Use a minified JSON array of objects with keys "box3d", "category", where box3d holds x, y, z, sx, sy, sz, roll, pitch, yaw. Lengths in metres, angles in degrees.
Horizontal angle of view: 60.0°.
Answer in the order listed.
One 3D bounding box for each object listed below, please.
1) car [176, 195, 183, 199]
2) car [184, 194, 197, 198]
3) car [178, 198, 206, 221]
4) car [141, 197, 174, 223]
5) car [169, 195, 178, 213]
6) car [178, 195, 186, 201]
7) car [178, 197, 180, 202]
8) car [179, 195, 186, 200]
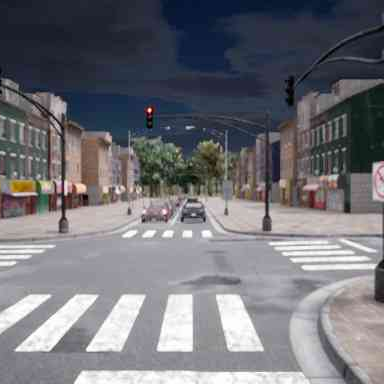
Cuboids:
[{"box3d":[-2.626,1.459,46.672,1.887,1.381,4.507,-1,0,0],"category":"car"},{"box3d":[0.079,1.382,56.206,1.882,1.535,5.008,0,0,0],"category":"car"},{"box3d":[0.098,1.468,26.179,1.812,1.442,4.674,0,0,0],"category":"car"},{"box3d":[-2.636,1.385,24.933,1.967,1.590,4.097,-1,0,0],"category":"car"},{"box3d":[-2.634,1.376,30.368,1.967,1.590,4.097,-1,0,0],"category":"car"},{"box3d":[-2.609,1.450,84.715,1.947,1.339,4.313,-1,0,0],"category":"car"},{"box3d":[-2.630,1.493,35.802,1.947,1.339,4.313,-1,0,0],"category":"car"},{"box3d":[-2.606,1.463,90.150,1.802,1.307,4.206,-1,0,0],"category":"car"}]
